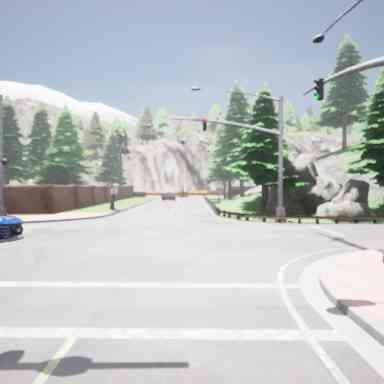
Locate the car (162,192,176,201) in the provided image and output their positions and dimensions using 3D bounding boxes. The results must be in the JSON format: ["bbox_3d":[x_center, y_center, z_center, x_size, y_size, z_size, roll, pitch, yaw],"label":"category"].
[{"bbox_3d":[-3.639,0.703,52.384,1.994,1.385,4.181,0,1,0],"label":"car"}]

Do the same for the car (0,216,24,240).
[{"bbox_3d":[-9.630,1.279,13.691,5.008,1.535,1.882,1,1,-2],"label":"car"}]
